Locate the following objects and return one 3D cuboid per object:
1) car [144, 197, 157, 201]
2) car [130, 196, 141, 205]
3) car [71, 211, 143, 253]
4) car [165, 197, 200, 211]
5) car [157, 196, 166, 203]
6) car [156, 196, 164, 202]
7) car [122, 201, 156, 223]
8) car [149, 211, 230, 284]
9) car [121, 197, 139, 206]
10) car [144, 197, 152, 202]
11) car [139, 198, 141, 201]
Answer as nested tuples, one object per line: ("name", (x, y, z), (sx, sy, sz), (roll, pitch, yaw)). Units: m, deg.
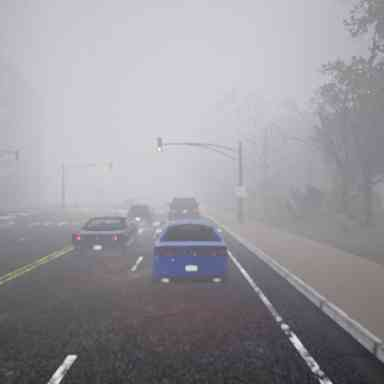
("car", (-10.236, 1.989, 81.009), (1.882, 1.535, 5.008), (0, 0, -10))
("car", (-11.643, 1.804, 69.034), (2.097, 1.767, 4.553), (0, 0, -8))
("car", (-3.442, 1.701, 14.122), (1.895, 1.301, 4.718), (0, 0, -2))
("car", (-0.627, 1.391, 24.220), (2.150, 2.045, 5.566), (0, 0, -3))
("car", (-7.097, 1.990, 81.929), (1.882, 1.535, 5.008), (0, 0, -10))
("car", (-8.886, 1.882, 91.898), (1.882, 1.535, 5.008), (0, 0, -10))
("car", (-3.989, 1.688, 26.182), (1.837, 1.490, 4.892), (0, 0, -3))
("car", (-0.072, 1.548, 9.859), (1.882, 1.535, 5.008), (0, 0, -1))
("car", (-9.337, 1.861, 49.677), (1.812, 1.442, 4.674), (0, 0, -6))
("car", (-12.082, 1.956, 91.308), (1.994, 1.385, 4.181), (0, 0, -10))
("car", (-10.412, 1.743, 59.221), (2.097, 1.767, 4.553), (0, 0, -7))
